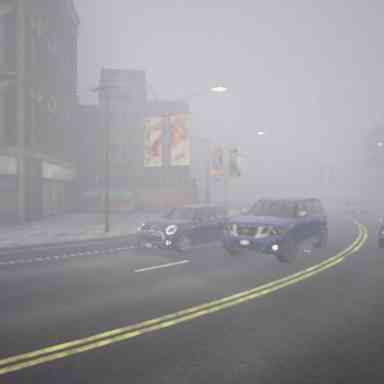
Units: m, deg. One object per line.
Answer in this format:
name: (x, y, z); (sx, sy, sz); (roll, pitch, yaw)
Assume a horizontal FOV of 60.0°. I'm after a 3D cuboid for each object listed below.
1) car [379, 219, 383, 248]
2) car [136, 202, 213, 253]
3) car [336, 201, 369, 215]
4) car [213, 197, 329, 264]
car: (9.028, 1.538, 14.083); (2.033, 1.411, 5.357); (0, 0, 32)
car: (-0.136, 1.338, 13.804); (2.097, 1.767, 4.553); (0, 0, 40)
car: (16.109, 1.576, 33.648); (1.895, 1.301, 4.718); (0, 0, 9)
car: (3.346, 1.213, 12.424); (2.150, 2.045, 5.566); (0, 0, 39)
